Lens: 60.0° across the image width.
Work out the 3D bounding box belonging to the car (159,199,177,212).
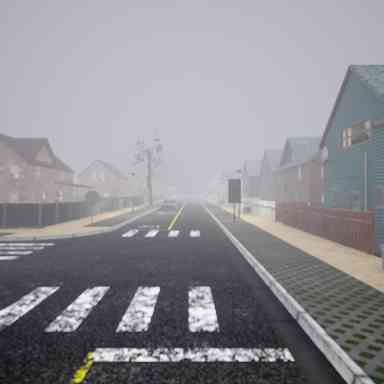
[{"bbox_3d":[-2.797,1.564,39.969,2.033,1.411,5.357,0,0,0],"label":"car"}]
